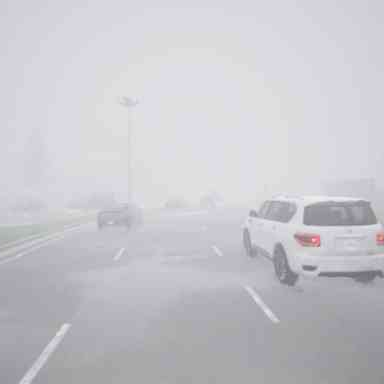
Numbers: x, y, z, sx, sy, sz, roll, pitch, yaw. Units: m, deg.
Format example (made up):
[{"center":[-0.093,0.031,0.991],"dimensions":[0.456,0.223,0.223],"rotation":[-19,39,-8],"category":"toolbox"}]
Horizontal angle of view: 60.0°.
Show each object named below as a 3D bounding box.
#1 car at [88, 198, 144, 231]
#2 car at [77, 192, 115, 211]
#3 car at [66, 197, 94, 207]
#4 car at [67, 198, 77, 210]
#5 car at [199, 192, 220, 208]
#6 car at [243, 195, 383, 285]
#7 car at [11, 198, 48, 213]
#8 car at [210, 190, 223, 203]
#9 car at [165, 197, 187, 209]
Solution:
[{"center":[-4.166,1.383,19.883],"dimensions":[2.128,1.511,4.902],"rotation":[-1,0,3],"category":"car"},{"center":[-10.397,1.047,37.602],"dimensions":[2.150,2.045,5.566],"rotation":[-1,0,9],"category":"car"},{"center":[-15.952,1.413,47.633],"dimensions":[1.895,1.301,4.718],"rotation":[-1,0,9],"category":"car"},{"center":[-13.452,1.401,40.799],"dimensions":[1.994,1.385,4.181],"rotation":[-1,0,9],"category":"car"},{"center":[2.042,1.149,41.608],"dimensions":[1.837,1.490,4.892],"rotation":[-1,0,8],"category":"car"},{"center":[2.997,1.110,9.344],"dimensions":[2.150,2.045,5.566],"rotation":[-1,0,-4],"category":"car"},{"center":[-17.633,1.447,36.450],"dimensions":[1.812,1.442,4.674],"rotation":[-1,0,9],"category":"car"},{"center":[3.807,0.750,53.593],"dimensions":[2.150,2.045,5.566],"rotation":[-1,0,8],"category":"car"},{"center":[-1.830,1.273,39.293],"dimensions":[1.994,1.385,4.181],"rotation":[-1,0,8],"category":"car"}]
